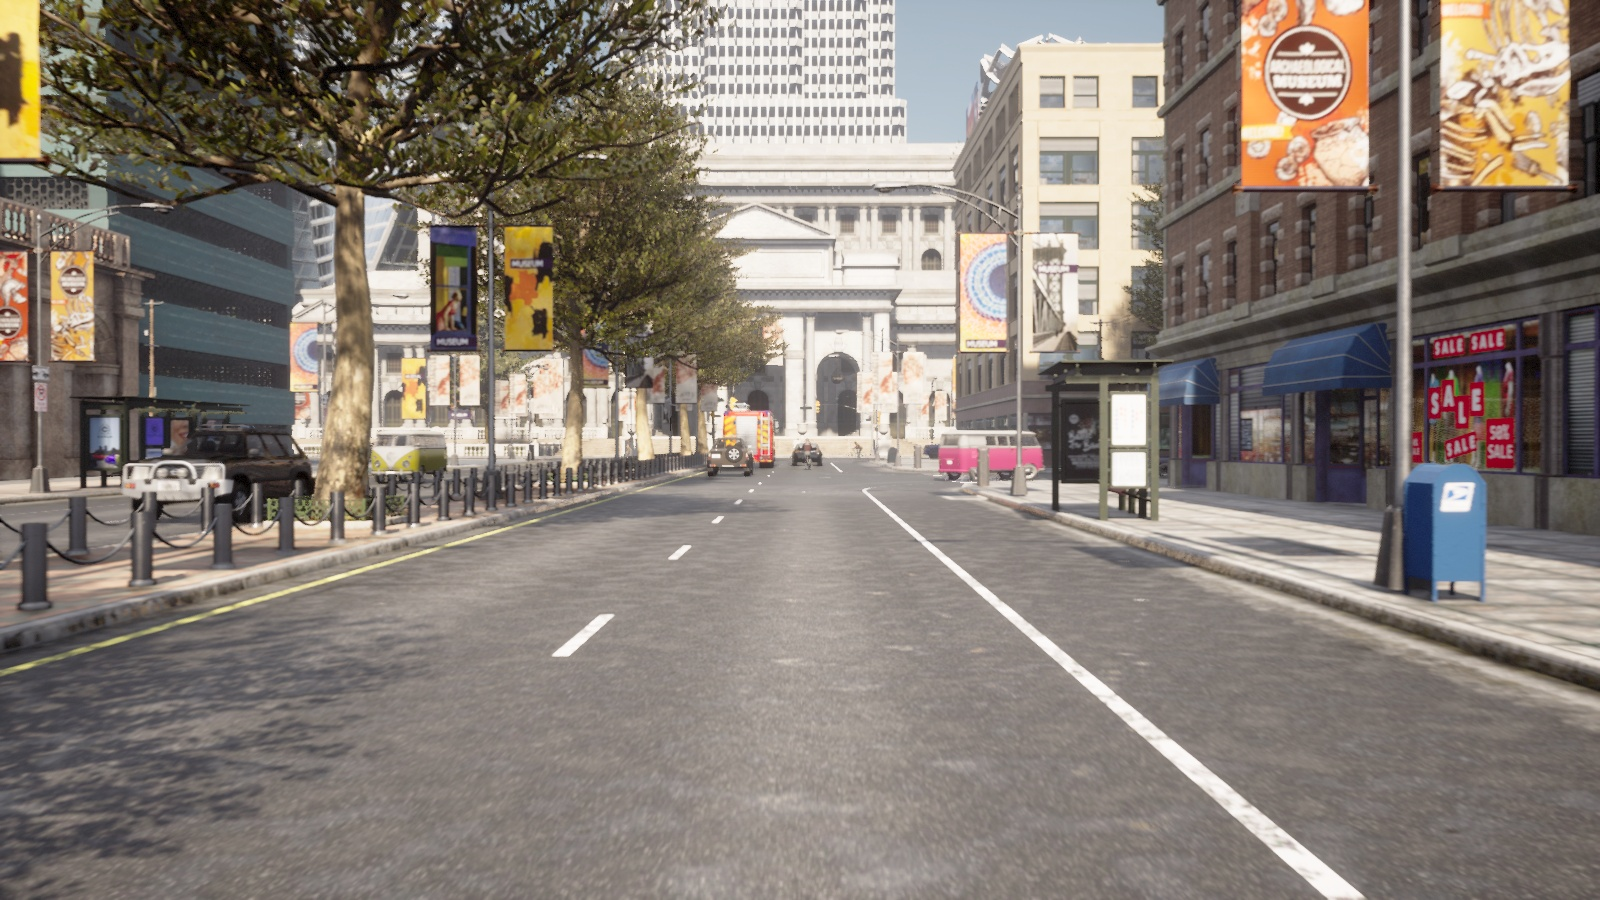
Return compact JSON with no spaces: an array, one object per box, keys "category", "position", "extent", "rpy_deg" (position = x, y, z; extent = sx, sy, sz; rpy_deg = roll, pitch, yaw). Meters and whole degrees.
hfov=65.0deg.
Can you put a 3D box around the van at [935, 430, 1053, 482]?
[{"category":"van","position":[7.684,0.225,49.724],"extent":[4.442,1.987,1.775],"rpy_deg":[0,0,-28]}]

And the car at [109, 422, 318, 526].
[{"category":"car","position":[-11.345,0.415,24.702],"extent":[1.932,1.855,4.605],"rpy_deg":[0,0,0]}]

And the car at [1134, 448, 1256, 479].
[{"category":"car","position":[17.042,0.554,54.325],"extent":[4.718,1.301,1.895],"rpy_deg":[0,0,0]}]

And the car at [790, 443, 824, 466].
[{"category":"car","position":[0.484,0.279,82.975],"extent":[2.163,1.488,4.792],"rpy_deg":[0,0,0]}]

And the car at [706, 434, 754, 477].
[{"category":"car","position":[-3.160,0.236,57.493],"extent":[1.932,1.855,4.605],"rpy_deg":[0,0,0]}]

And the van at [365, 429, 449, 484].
[{"category":"van","position":[-14.718,0.221,47.270],"extent":[1.775,1.987,4.442],"rpy_deg":[0,0,0]}]

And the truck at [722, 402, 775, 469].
[{"category":"truck","position":[-3.051,-0.853,76.663],"extent":[2.891,3.827,8.468],"rpy_deg":[0,0,0]}]
